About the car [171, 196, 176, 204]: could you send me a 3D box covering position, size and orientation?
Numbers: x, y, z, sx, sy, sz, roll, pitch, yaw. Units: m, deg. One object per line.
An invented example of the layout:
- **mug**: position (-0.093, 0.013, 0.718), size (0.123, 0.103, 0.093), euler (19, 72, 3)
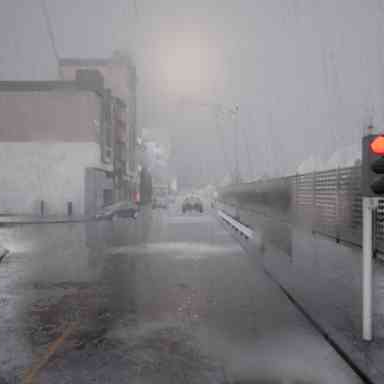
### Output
- **car**: position (-4.113, 1.480, 62.902), size (1.837, 1.490, 4.892), euler (0, -1, 0)

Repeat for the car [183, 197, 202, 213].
- **car**: position (0.073, 1.336, 37.542), size (2.097, 1.767, 4.553), euler (0, 0, 0)

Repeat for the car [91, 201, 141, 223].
- **car**: position (-5.829, 1.496, 26.051), size (1.837, 1.490, 4.892), euler (2, 0, 23)

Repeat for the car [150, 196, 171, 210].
- **car**: position (-4.129, 1.487, 42.425), size (1.837, 1.490, 4.892), euler (0, 0, 0)
